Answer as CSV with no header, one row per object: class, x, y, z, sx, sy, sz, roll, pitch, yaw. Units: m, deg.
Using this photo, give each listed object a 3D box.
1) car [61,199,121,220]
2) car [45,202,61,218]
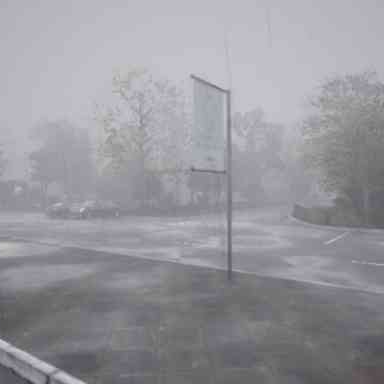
car,-8.355,1.415,28.549,2.185,1.767,4.553,0,0,35
car,-10.978,1.595,30.330,2.002,1.452,4.674,0,0,35
